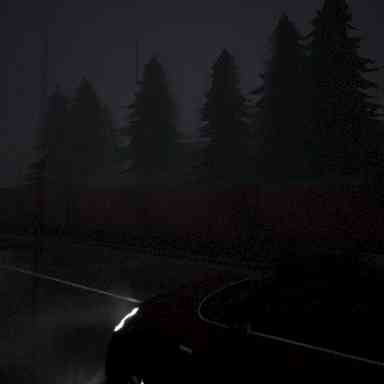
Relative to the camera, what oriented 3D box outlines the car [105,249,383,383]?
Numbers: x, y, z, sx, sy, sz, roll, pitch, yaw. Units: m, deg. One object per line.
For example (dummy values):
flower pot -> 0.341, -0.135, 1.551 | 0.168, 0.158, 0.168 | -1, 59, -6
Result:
car -> 1.297, 1.352, 3.068 | 4.553, 1.767, 2.097 | 0, 0, 36
